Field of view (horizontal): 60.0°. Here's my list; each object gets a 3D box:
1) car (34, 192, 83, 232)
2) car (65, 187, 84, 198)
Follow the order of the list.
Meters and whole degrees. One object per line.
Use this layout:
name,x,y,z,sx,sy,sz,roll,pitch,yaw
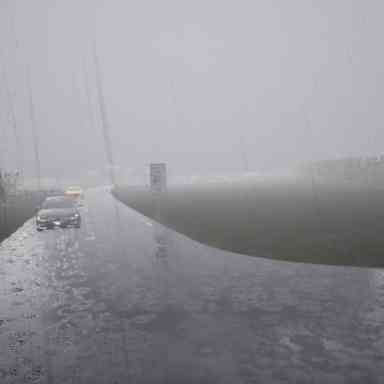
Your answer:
car,-6.593,1.010,16.623,1.837,1.490,4.892,-3,3,-19
car,-14.246,0.106,40.447,1.882,1.535,5.008,-2,3,-16
